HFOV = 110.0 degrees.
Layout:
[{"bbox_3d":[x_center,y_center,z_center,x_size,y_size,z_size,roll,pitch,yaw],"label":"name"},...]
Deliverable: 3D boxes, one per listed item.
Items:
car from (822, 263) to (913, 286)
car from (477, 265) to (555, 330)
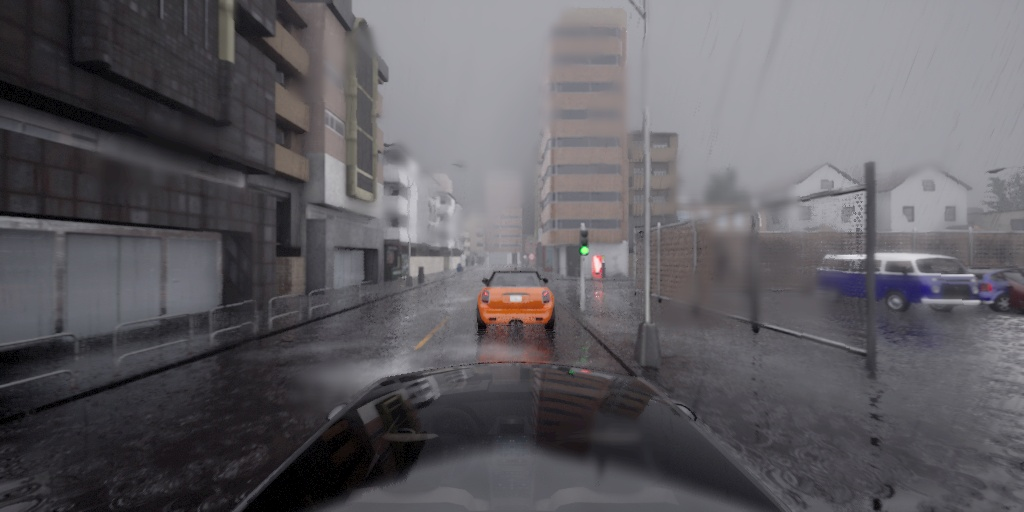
[{"bbox_3d":[27.422,1.414,27.763,4.718,1.301,1.895,0,0,0],"label":"car"},{"bbox_3d":[0.101,1.126,11.382,2.097,1.767,4.553,0,0,0],"label":"car"}]
